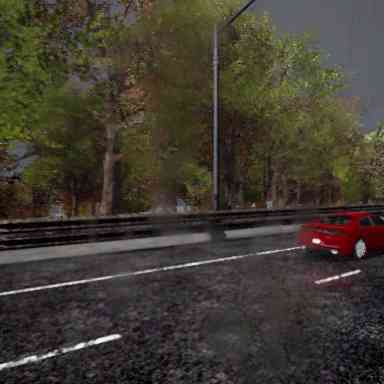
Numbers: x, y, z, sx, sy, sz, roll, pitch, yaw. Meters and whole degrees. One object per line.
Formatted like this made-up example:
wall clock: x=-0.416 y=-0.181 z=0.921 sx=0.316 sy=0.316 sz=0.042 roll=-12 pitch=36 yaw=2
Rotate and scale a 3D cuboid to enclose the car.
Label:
car: x=6.134 y=1.482 z=12.499 sx=5.008 sy=1.535 sz=1.882 roll=0 pitch=0 yaw=-36
